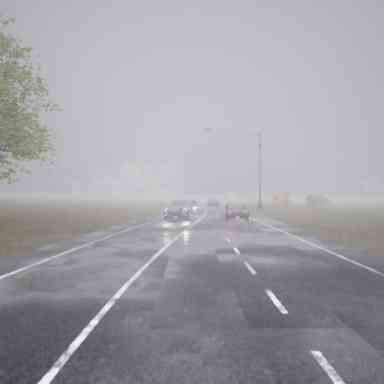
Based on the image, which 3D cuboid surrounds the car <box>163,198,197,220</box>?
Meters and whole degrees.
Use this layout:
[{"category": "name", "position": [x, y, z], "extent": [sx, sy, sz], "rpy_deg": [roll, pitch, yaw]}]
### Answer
[{"category": "car", "position": [-1.082, 1.386, 28.275], "extent": [2.097, 1.767, 4.553], "rpy_deg": [0, 0, 6]}]

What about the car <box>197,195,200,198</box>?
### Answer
[{"category": "car", "position": [-0.100, 1.669, 56.069], "extent": [1.895, 1.301, 4.718], "rpy_deg": [0, 0, 0]}]

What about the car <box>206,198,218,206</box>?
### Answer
[{"category": "car", "position": [3.403, 1.635, 54.659], "extent": [1.994, 1.385, 4.181], "rpy_deg": [0, 0, 0]}]

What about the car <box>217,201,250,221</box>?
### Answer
[{"category": "car", "position": [3.450, 1.637, 27.403], "extent": [1.895, 1.301, 4.718], "rpy_deg": [0, 0, 0]}]
